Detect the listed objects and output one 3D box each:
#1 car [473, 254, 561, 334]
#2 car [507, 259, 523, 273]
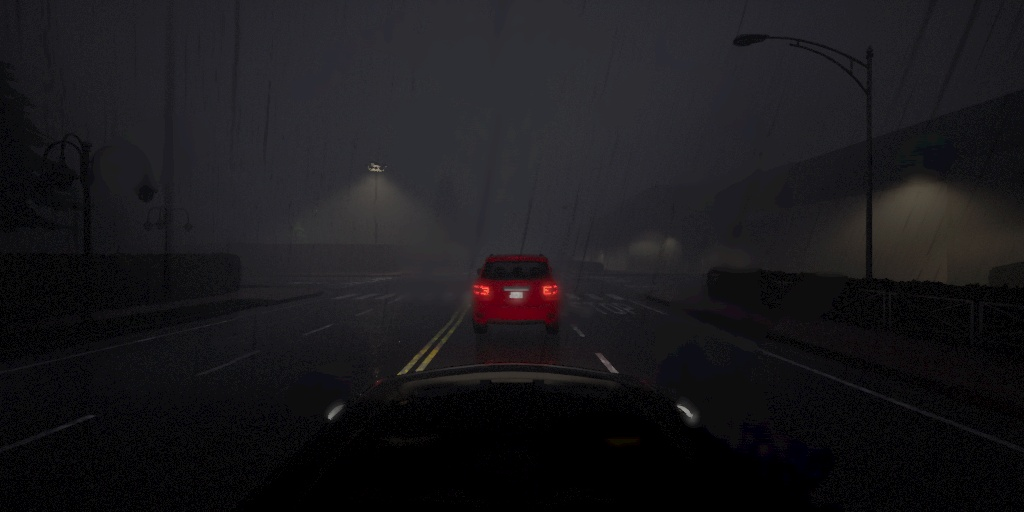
[{"bbox_3d":[0.121,0.971,10.741,2.150,2.045,5.566,0,0,0],"label":"car"},{"bbox_3d":[0.356,1.228,45.593,1.882,1.535,5.008,0,0,1],"label":"car"}]
